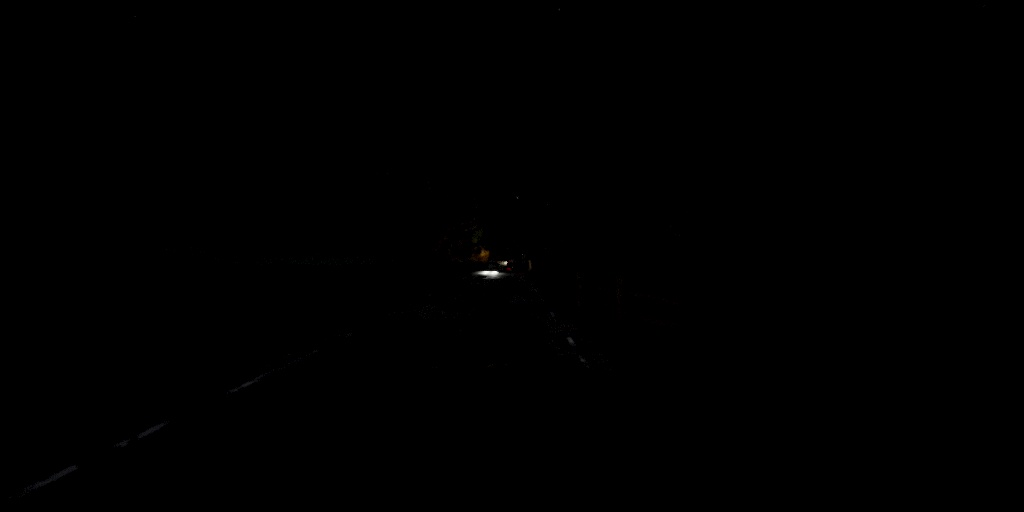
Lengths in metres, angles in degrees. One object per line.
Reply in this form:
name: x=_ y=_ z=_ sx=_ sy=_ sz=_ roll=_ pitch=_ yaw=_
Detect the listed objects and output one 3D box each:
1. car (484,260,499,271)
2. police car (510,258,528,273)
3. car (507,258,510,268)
car: x=-2.808 y=1.239 z=49.516 sx=2.128 sy=1.511 sz=4.902 roll=0 pitch=0 yaw=0
police car: x=0.968 y=1.173 z=44.589 sx=1.930 sy=1.638 sz=5.238 roll=0 pitch=0 yaw=0
car: x=0.008 y=1.353 z=62.610 sx=1.895 sy=1.301 sz=4.718 roll=0 pitch=0 yaw=0
